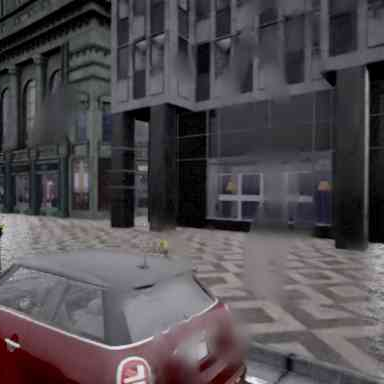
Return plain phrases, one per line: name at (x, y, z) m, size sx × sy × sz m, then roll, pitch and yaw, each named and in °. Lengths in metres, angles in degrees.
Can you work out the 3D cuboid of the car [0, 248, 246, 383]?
car at (-1.524, 1.433, 4.049) m, size 4.097 × 1.590 × 1.967 m, roll 0°, pitch 0°, yaw 36°
